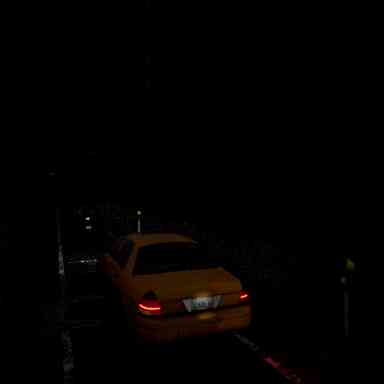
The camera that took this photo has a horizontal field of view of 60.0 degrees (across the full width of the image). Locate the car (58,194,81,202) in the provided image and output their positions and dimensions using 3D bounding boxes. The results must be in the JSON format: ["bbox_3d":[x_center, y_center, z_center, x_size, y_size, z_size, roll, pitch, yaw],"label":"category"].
[{"bbox_3d":[-12.305,1.316,34.096,2.192,1.841,5.009,0,0,-22],"label":"car"}]

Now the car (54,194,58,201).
[{"bbox_3d":[-31.263,1.469,79.729,1.967,1.590,4.097,0,0,-23],"label":"car"}]

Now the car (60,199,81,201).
[{"bbox_3d":[-10.216,1.567,28.982,1.947,1.339,4.313,0,0,-22],"label":"car"}]

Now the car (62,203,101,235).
[{"bbox_3d":[-6.037,1.551,18.756,2.008,1.369,4.403,0,0,-22],"label":"car"}]

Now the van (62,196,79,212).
[{"bbox_3d":[-14.395,1.342,39.209,1.690,1.788,3.998,0,0,-22],"label":"van"}]

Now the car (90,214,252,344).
[{"bbox_3d":[-0.831,1.457,6.788,1.801,1.575,5.366,0,0,-22],"label":"car"}]

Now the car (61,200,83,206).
[{"bbox_3d":[-8.126,1.551,23.869,2.008,1.369,4.403,0,0,-22],"label":"car"}]

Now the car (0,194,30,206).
[{"bbox_3d":[-30.578,1.552,55.611,5.357,1.411,2.033,0,0,14],"label":"car"}]
